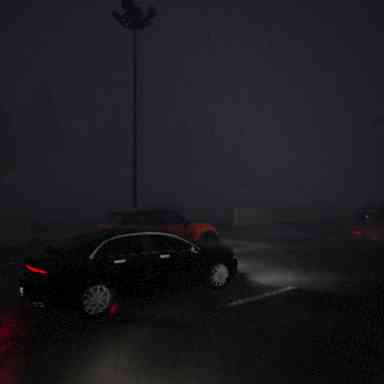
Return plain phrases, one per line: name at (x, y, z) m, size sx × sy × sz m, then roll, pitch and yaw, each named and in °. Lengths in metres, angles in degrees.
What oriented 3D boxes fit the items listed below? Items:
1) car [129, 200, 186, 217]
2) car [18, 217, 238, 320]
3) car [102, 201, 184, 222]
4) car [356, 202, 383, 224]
car at (-3.266, 1.599, 32.603) m, size 5.357 × 1.411 × 2.033 m, roll 0°, pitch 0°, yaw -41°
car at (-1.104, 1.512, 7.408) m, size 4.892 × 1.490 × 1.837 m, roll 0°, pitch 0°, yaw -37°
car at (-1.145, 1.363, 11.775) m, size 4.553 × 1.767 × 2.097 m, roll 0°, pitch 0°, yaw -37°
car at (13.729, 1.497, 24.331) m, size 4.902 × 1.511 × 2.128 m, roll 0°, pitch 0°, yaw -43°
